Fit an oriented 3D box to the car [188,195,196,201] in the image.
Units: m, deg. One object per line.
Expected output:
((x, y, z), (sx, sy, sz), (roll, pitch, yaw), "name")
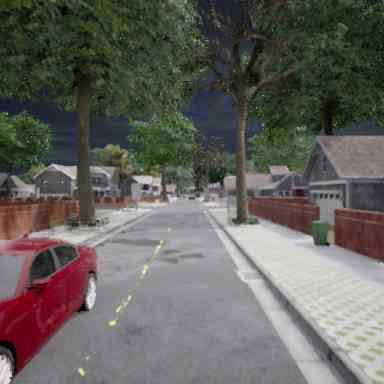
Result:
((0.002, 1.548, 87.483), (1.882, 1.535, 5.008), (0, 0, 0), "car")

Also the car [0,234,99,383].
((-2.851, 1.487, 4.883), (1.882, 1.535, 5.008), (0, 0, 0), "car")
